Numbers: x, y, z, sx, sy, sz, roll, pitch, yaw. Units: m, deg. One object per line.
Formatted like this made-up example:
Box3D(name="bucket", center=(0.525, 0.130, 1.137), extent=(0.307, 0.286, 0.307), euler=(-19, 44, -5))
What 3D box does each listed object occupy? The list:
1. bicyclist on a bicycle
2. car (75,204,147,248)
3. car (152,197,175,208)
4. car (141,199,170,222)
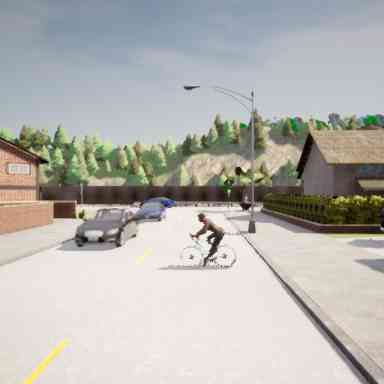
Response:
Box3D(name="bicyclist on a bicycle", center=(0.458, 1.438, 9.739), extent=(1.656, 1.620, 0.582), euler=(-2, 0, 2))
Box3D(name="car", center=(-3.615, 1.491, 14.900), extent=(2.128, 1.511, 4.902), euler=(0, 0, 2))
Box3D(name="car", center=(-4.826, 1.473, 46.425), extent=(5.008, 1.535, 1.882), euler=(0, 0, 27))
Box3D(name="car", center=(-3.128, 1.523, 26.343), extent=(1.812, 1.442, 4.674), euler=(0, 0, 2))
